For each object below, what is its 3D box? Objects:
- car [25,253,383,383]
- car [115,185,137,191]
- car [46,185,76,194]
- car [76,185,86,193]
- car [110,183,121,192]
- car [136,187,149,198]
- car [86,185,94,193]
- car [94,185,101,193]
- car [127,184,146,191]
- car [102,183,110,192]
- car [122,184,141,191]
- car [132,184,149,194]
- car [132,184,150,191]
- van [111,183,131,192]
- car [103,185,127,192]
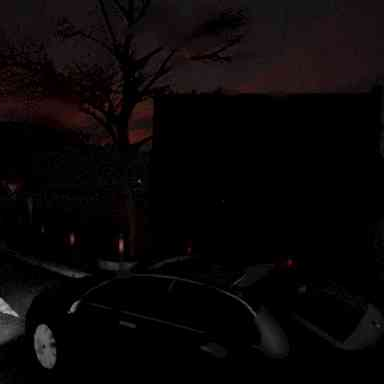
[{"bbox_3d":[-0.085,1.509,3.927,4.892,1.490,1.837,0,0,36],"label":"car"},{"bbox_3d":[-16.794,-1.056,84.883,5.008,1.535,2.097,2,2,18],"label":"car"},{"bbox_3d":[-24.480,-0.608,61.283,4.553,1.767,2.185,2,2,18],"label":"car"},{"bbox_3d":[-23.659,-0.540,63.923,5.008,1.535,2.097,2,2,18],"label":"car"},{"bbox_3d":[-19.383,-1.108,77.023,5.566,2.045,2.435,2,2,18],"label":"car"},{"bbox_3d":[-5.973,0.363,53.307,4.792,1.488,2.163,2,2,18],"label":"car"},{"bbox_3d":[-22.795,-0.560,66.540,4.674,1.452,2.002,2,2,18],"label":"car"},{"bbox_3d":[-21.905,-0.784,69.146,4.553,1.767,2.185,2,2,18],"label":"car"},{"bbox_3d":[-15.099,-1.312,90.126,4.553,1.767,2.185,2,2,18],"label":"car"},{"bbox_3d":[-21.085,-0.722,71.786,4.892,1.521,2.231,2,2,18],"label":"car"},{"bbox_3d":[-15.957,-1.248,87.506,4.553,1.767,2.185,2,2,18],"label":"car"},{"bbox_3d":[-10.406,-0.393,64.037,2.150,2.045,5.566,2,2,18],"label":"car"},{"bbox_3d":[-14.182,-1.373,92.727,4.553,1.767,2.185,2,2,18],"label":"car"},{"bbox_3d":[-17.530,-1.210,82.218,4.442,1.987,1.878,2,2,18],"label":"van"},{"bbox_3d":[-18.329,-0.918,79.585,5.366,1.575,1.946,2,2,18],"label":"car"}]
